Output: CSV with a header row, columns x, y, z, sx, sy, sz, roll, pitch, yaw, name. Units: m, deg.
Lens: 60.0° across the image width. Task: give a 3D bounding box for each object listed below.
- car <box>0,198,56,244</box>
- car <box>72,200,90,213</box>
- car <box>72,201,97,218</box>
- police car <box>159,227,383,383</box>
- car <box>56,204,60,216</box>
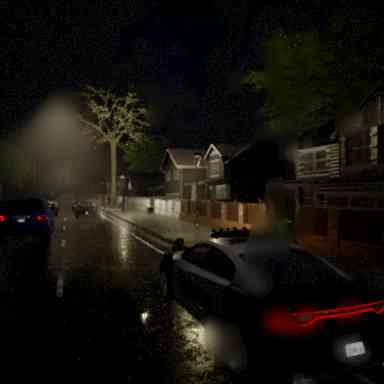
x,y,z,sx,sy,sz,roll,pitch,yaw,name
-8.138,1.299,16.514,2.150,2.045,5.566,0,0,-21,car
-13.897,1.756,41.644,1.994,1.385,4.181,0,0,-21,car
-10.224,1.649,31.936,1.837,1.490,4.892,0,-1,-20,car
0.792,1.445,5.895,1.930,1.638,5.238,0,0,-21,police car
-14.995,1.656,34.766,2.128,1.511,4.902,0,-1,-21,car
